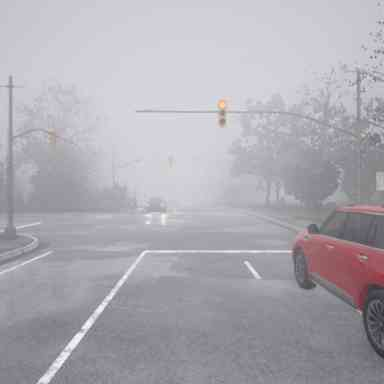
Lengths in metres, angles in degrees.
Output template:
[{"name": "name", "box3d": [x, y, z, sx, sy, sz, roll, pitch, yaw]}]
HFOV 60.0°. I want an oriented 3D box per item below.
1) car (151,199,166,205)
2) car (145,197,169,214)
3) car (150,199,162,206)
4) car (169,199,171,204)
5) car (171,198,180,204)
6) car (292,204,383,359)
[{"name": "car", "box3d": [-8.353, 2.392, 83.038, 2.033, 1.411, 5.357, 0, -1, -25]}, {"name": "car", "box3d": [-3.843, 1.362, 35.768, 2.097, 1.767, 4.553, 0, 0, -2]}, {"name": "car", "box3d": [-7.454, 2.154, 68.990, 1.895, 1.301, 4.718, 0, -1, -13]}, {"name": "car", "box3d": [-4.935, 1.774, 53.250, 1.994, 1.385, 4.181, 0, -1, -7]}, {"name": "car", "box3d": [-4.644, 2.303, 83.177, 1.882, 1.535, 5.008, 0, -1, -22]}, {"name": "car", "box3d": [3.590, 1.220, 6.053, 2.150, 2.045, 5.566, 0, 0, 0]}]
